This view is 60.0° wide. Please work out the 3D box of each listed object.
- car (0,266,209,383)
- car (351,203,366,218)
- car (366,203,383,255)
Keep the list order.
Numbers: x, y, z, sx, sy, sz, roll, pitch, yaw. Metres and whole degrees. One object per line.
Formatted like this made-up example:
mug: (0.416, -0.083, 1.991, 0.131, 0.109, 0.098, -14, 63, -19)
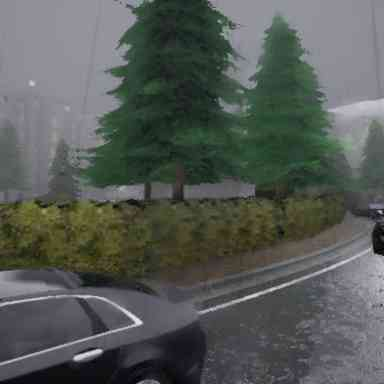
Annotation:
car: (-2.088, 1.533, 2.811, 4.892, 1.490, 1.837, 0, -1, -36)
car: (16.426, 1.729, 30.263, 2.033, 1.411, 5.357, 0, 0, 2)
car: (8.768, 1.295, 13.037, 2.150, 2.045, 5.566, 0, -1, 40)
